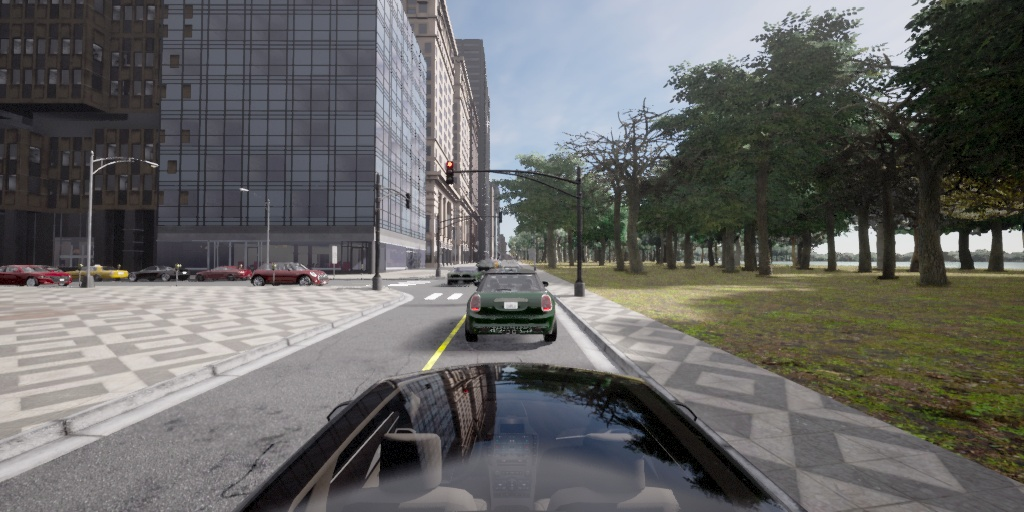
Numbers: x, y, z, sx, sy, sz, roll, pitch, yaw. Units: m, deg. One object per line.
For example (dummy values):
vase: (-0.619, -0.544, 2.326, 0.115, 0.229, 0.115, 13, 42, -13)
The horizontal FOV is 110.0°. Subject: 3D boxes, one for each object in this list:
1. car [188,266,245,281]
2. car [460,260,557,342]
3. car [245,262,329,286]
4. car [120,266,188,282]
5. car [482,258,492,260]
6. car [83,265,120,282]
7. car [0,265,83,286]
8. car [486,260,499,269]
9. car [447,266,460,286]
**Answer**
car: (-24.589, 1.494, 30.663, 4.207, 1.307, 1.802, 0, 0, 0)
car: (-0.014, 1.108, 9.994, 2.097, 1.767, 4.553, 0, 0, 0)
car: (-13.609, 1.120, 22.194, 4.097, 1.591, 1.967, 0, 0, -1)
car: (-30.076, 1.481, 30.637, 4.313, 1.339, 1.948, 0, 0, 0)
car: (-3.239, 1.191, 43.803, 2.097, 1.767, 4.553, 0, 0, 0)
car: (-35.733, 1.444, 30.609, 4.829, 1.417, 1.751, 0, 0, 0)
car: (-30.040, 1.235, 22.115, 4.507, 1.381, 1.888, 0, 0, 0)
car: (-3.277, 1.383, 60.093, 1.882, 1.535, 5.008, 0, -1, 0)
car: (-3.176, 1.343, 24.375, 1.895, 1.301, 4.718, 1, -1, 0)
